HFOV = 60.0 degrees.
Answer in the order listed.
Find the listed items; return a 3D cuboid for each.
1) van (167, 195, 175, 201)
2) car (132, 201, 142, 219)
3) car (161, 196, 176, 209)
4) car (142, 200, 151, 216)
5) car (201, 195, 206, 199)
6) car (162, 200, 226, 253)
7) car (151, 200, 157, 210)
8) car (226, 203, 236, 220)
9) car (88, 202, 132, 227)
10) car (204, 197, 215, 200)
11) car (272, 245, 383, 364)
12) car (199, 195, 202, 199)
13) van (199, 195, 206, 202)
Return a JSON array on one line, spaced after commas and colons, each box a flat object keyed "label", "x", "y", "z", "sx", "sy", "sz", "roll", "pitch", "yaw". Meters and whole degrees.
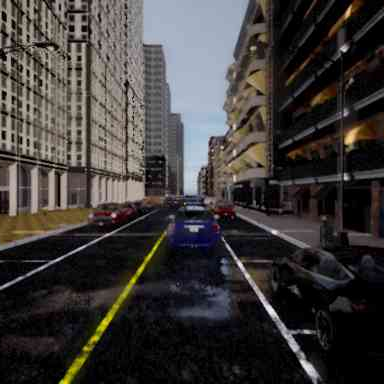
[{"label": "van", "x": -5.683, "y": 1.585, "z": 90.623, "sx": 1.690, "sy": 1.788, "sz": 3.998, "roll": 0, "pitch": 0, "yaw": 0}, {"label": "car", "x": -5.688, "y": 1.647, "z": 28.488, "sx": 1.802, "sy": 1.307, "sz": 4.206, "roll": 0, "pitch": 0, "yaw": 0}, {"label": "car", "x": -3.083, "y": 1.611, "z": 45.186, "sx": 1.837, "sy": 1.490, "sz": 4.892, "roll": 0, "pitch": 0, "yaw": 0}, {"label": "car", "x": -5.688, "y": 1.645, "z": 34.137, "sx": 1.947, "sy": 1.339, "sz": 4.313, "roll": 0, "pitch": 0, "yaw": 0}, {"label": "car", "x": 3.005, "y": 1.670, "z": 58.295, "sx": 1.812, "sy": 1.442, "sz": 4.674, "roll": 0, "pitch": 0, "yaw": 0}, {"label": "car", "x": 0.085, "y": 1.385, "z": 14.070, "sx": 2.097, "sy": 1.767, "sz": 4.553, "roll": 0, "pitch": 0, "yaw": 0}, {"label": "car", "x": -5.686, "y": 1.689, "z": 45.434, "sx": 1.802, "sy": 1.307, "sz": 4.206, "roll": 0, "pitch": 0, "yaw": 0}, {"label": "car", "x": 2.692, "y": 1.610, "z": 28.487, "sx": 1.887, "sy": 1.381, "sz": 4.507, "roll": 0, "pitch": 0, "yaw": 0}, {"label": "car", "x": -5.688, "y": 1.493, "z": 22.841, "sx": 1.967, "sy": 1.590, "sz": 4.097, "roll": 0, "pitch": 0, "yaw": 0}, {"label": "car", "x": 2.693, "y": 1.618, "z": 39.955, "sx": 1.752, "sy": 1.417, "sz": 4.829, "roll": 0, "pitch": 0, "yaw": 0}, {"label": "car", "x": 2.691, "y": 1.580, "z": 5.893, "sx": 1.947, "sy": 1.339, "sz": 4.313, "roll": 0, "pitch": 0, "yaw": 0}, {"label": "car", "x": 2.697, "y": 1.790, "z": 79.325, "sx": 1.802, "sy": 1.307, "sz": 4.206, "roll": 0, "pitch": 0, "yaw": 0}, {"label": "van", "x": 2.697, "y": 1.567, "z": 84.974, "sx": 1.690, "sy": 1.788, "sz": 3.998, "roll": 0, "pitch": 0, "yaw": 0}]
